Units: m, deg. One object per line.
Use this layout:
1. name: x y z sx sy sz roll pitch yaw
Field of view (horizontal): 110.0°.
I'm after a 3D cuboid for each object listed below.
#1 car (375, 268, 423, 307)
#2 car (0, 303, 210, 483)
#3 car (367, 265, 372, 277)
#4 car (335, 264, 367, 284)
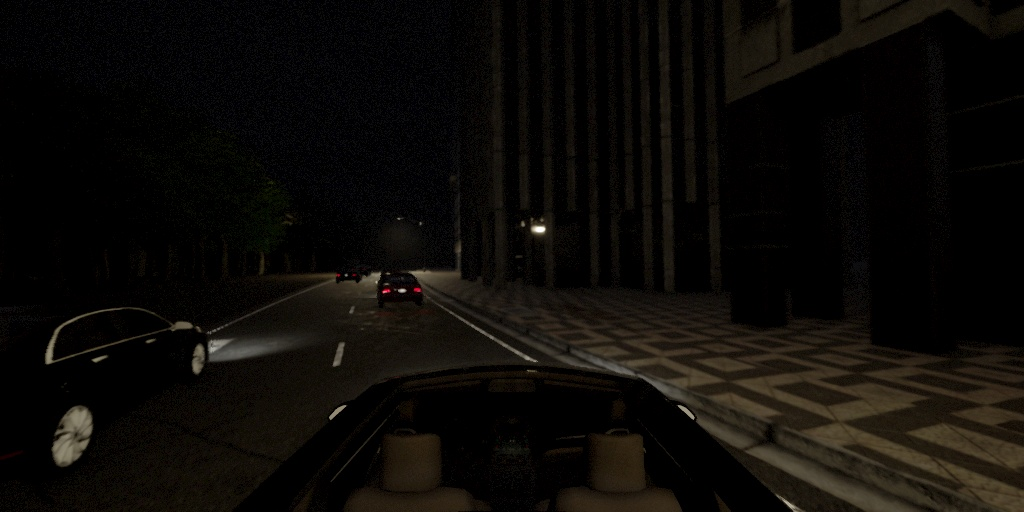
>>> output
1. car: -5.345 1.483 16.863 2.033 1.411 5.357 0 0 -21
2. car: -5.507 1.327 4.318 1.837 1.490 4.892 0 -1 -23
3. car: -17.965 1.696 42.842 1.882 1.535 5.008 0 0 -15
4. car: -14.526 1.663 32.163 2.033 1.411 5.357 0 0 -18
